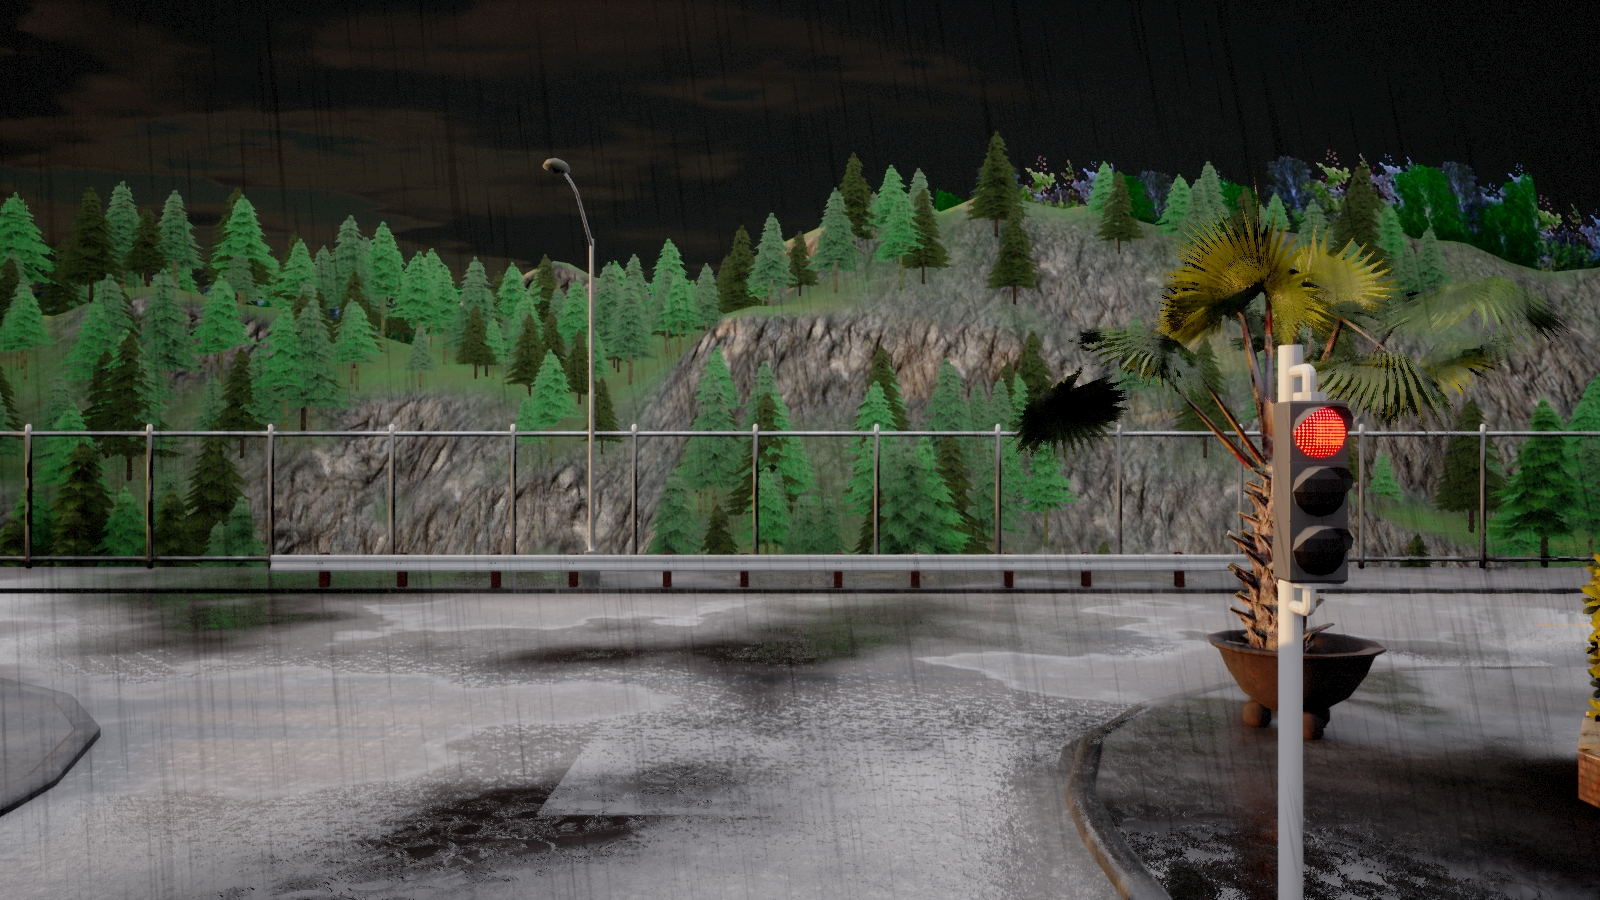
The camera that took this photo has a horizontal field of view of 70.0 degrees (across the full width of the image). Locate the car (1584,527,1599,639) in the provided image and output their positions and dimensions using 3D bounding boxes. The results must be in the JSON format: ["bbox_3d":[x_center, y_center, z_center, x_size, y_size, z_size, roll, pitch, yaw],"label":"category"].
[{"bbox_3d":[14.446,1.992,16.324,5.027,1.651,2.152,0,0,0],"label":"car"}]
